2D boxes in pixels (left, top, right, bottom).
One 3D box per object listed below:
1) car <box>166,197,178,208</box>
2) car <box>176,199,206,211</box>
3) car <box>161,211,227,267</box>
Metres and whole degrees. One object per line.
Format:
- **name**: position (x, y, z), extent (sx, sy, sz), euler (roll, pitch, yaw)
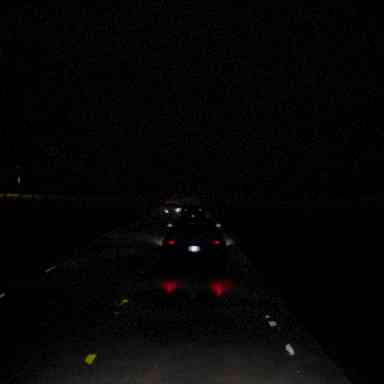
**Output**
- **car**: position (-2.800, 1.556, 49.221), extent (1.882, 1.535, 5.008), euler (0, 0, 0)
- **car**: position (0.082, 1.521, 26.594), extent (2.128, 1.511, 4.902), euler (0, 0, 0)
- **car**: position (0.074, 1.565, 11.380), extent (1.994, 1.385, 4.181), euler (0, 0, 0)
